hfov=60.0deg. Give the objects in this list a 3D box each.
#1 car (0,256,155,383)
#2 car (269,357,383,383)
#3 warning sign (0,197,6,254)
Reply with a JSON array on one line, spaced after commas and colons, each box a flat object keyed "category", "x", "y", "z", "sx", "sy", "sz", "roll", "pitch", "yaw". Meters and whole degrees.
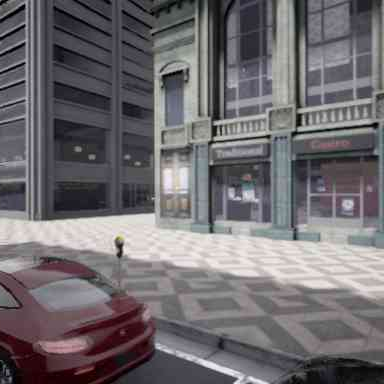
[{"category": "car", "x": -2.382, "y": 1.578, "z": 4.666, "sx": 4.206, "sy": 1.307, "sz": 1.802, "roll": 0, "pitch": 0, "yaw": 36}, {"category": "car", "x": 2.207, "y": 1.567, "z": 1.393, "sx": 4.313, "sy": 1.339, "sz": 1.947, "roll": 0, "pitch": 0, "yaw": 36}, {"category": "warning sign", "x": -6.958, "y": 1.106, "z": 10.753, "sx": 1.060, "sy": 1.860, "sz": 1.300, "roll": 0, "pitch": 0, "yaw": 36}]
